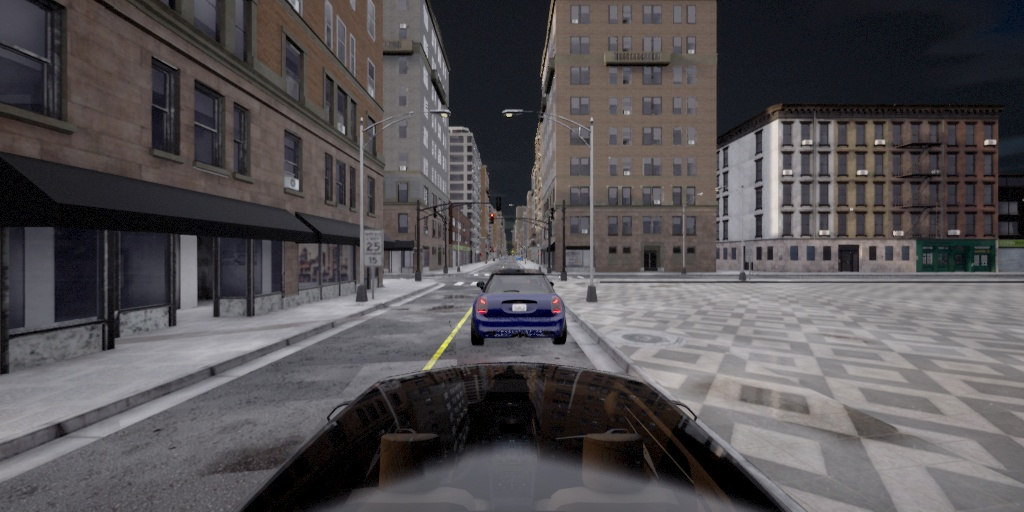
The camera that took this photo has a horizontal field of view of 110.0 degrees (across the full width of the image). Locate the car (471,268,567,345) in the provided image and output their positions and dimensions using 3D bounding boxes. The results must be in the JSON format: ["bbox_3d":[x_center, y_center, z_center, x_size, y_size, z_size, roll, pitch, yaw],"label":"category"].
[{"bbox_3d":[0.102,1.101,9.640,2.097,1.767,4.553,0,0,-1],"label":"car"}]
